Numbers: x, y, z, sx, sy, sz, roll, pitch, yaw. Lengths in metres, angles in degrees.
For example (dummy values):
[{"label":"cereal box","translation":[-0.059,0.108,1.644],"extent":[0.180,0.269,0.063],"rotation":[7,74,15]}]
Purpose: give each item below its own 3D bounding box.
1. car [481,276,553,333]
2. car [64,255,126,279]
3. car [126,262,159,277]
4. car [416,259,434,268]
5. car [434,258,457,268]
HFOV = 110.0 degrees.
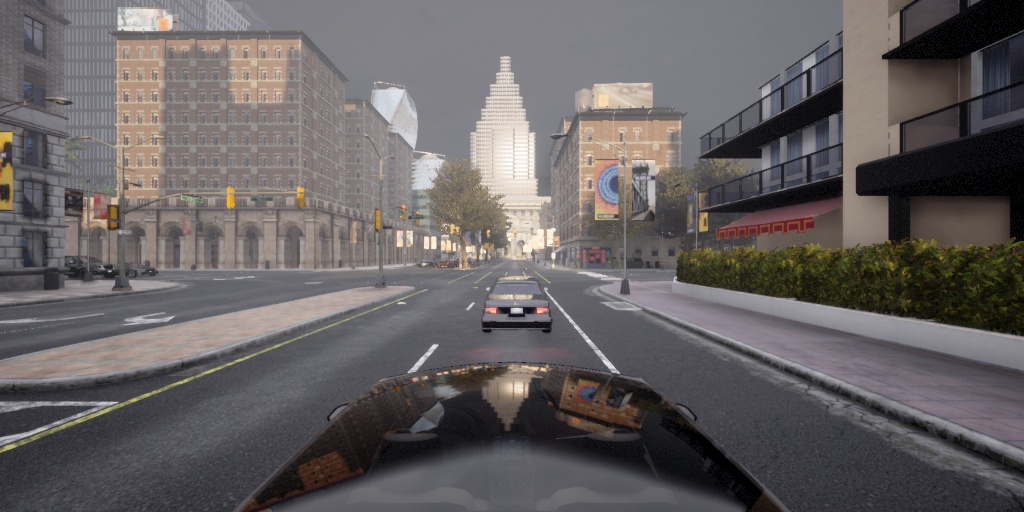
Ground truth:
[{"label":"car","translation":[0.146,1.297,10.736],"extent":[2.033,1.411,5.357],"rotation":[0,0,1]},{"label":"car","translation":[-37.607,0.971,31.067],"extent":[5.566,2.045,2.150],"rotation":[0,0,0]},{"label":"car","translation":[-36.828,1.314,34.568],"extent":[4.181,1.385,1.994],"rotation":[0,0,0]},{"label":"car","translation":[-14.518,1.241,61.552],"extent":[2.128,1.511,4.902],"rotation":[0,0,1]},{"label":"car","translation":[-11.048,1.102,59.666],"extent":[2.097,1.767,4.553],"rotation":[0,0,1]}]
